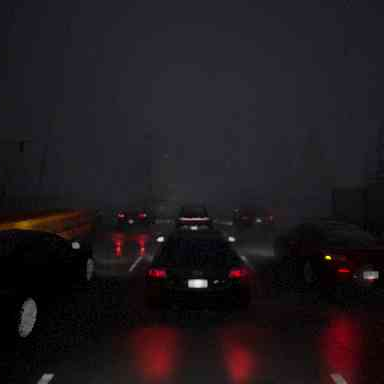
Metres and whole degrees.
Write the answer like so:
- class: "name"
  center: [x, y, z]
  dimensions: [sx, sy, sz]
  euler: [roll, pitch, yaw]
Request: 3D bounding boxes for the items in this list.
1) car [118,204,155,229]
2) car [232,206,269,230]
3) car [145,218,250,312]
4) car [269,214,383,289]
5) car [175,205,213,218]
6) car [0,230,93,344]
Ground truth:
- class: "car"
  center: [-3.419, 1.482, 20.951]
  dimensions: [1.812, 1.442, 4.674]
  euler: [0, 0, 0]
- class: "car"
  center: [3.598, 1.522, 19.937]
  dimensions: [1.994, 1.385, 4.181]
  euler: [0, 0, 0]
- class: "car"
  center: [0.100, 1.548, 7.747]
  dimensions: [1.994, 1.385, 4.181]
  euler: [0, 0, 0]
- class: "car"
  center: [3.598, 1.507, 8.986]
  dimensions: [1.812, 1.442, 4.674]
  euler: [0, 0, 0]
- class: "car"
  center: [0.099, 1.455, 17.696]
  dimensions: [2.128, 1.511, 4.902]
  euler: [0, 0, 0]
- class: "car"
  center: [-3.400, 1.464, 6.409]
  dimensions: [1.882, 1.535, 5.008]
  euler: [0, 0, 0]
